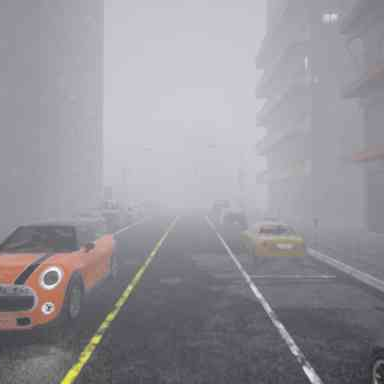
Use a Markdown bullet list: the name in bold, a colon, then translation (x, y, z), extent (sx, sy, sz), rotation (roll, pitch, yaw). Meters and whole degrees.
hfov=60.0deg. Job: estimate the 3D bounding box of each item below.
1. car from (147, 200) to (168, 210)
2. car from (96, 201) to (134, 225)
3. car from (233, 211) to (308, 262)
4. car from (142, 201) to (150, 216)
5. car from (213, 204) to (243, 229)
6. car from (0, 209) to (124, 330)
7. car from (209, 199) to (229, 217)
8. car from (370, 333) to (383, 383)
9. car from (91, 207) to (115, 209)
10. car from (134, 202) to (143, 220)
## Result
- **car**: translation (-5.971, 2.001, 50.884), extent (4.674, 1.442, 1.812), rotation (0, -1, 1)
- **car**: translation (-5.804, 1.539, 23.459), extent (2.192, 1.841, 5.009), rotation (1, -1, 0)
- **car**: translation (2.839, 1.645, 12.457), extent (1.752, 1.417, 4.829), rotation (1, -1, 0)
- **car**: translation (-5.807, 1.912, 34.592), extent (1.802, 1.307, 4.206), rotation (1, -1, 0)
- **car**: translation (2.840, 1.775, 23.423), extent (2.008, 1.369, 4.403), rotation (1, -1, 0)
- **car**: translation (-3.100, 1.423, 7.345), extent (2.097, 1.767, 4.553), rotation (0, -1, 0)
- **car**: translation (2.844, 1.646, 34.560), extent (2.192, 1.841, 5.009), rotation (1, -1, 0)
- **car**: translation (2.771, 1.584, 1.792), extent (1.947, 1.339, 4.313), rotation (1, -1, 0)
- **car**: translation (-5.808, 1.721, 17.889), extent (2.008, 1.369, 4.403), rotation (1, -1, 0)
- **car**: translation (-5.807, 1.843, 29.025), extent (1.947, 1.339, 4.313), rotation (1, -1, 0)
